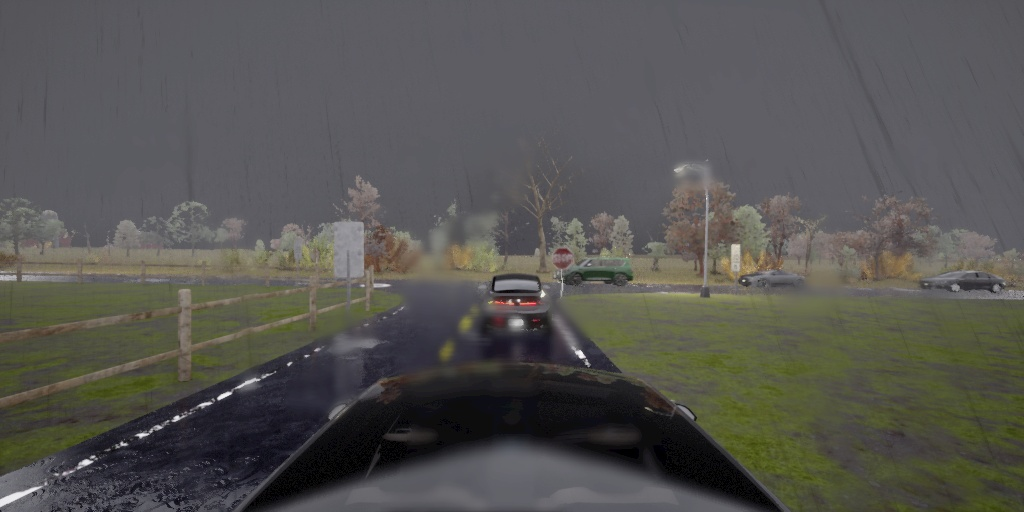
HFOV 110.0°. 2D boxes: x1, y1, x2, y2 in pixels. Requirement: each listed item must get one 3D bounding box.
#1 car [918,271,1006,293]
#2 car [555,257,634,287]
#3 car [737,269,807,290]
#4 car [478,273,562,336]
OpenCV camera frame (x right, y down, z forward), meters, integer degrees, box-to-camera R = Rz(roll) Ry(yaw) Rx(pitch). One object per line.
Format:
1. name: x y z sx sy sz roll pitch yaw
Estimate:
1. car: 32.495 1.829 25.950 4.892 1.490 1.837 1 1 0
2. car: 5.768 1.079 25.309 5.566 2.045 2.150 1 0 -11
3. car: 18.826 1.648 26.025 4.181 1.385 1.994 1 1 0
4. car: 0.091 1.252 10.377 1.837 1.490 4.892 0 0 -1
